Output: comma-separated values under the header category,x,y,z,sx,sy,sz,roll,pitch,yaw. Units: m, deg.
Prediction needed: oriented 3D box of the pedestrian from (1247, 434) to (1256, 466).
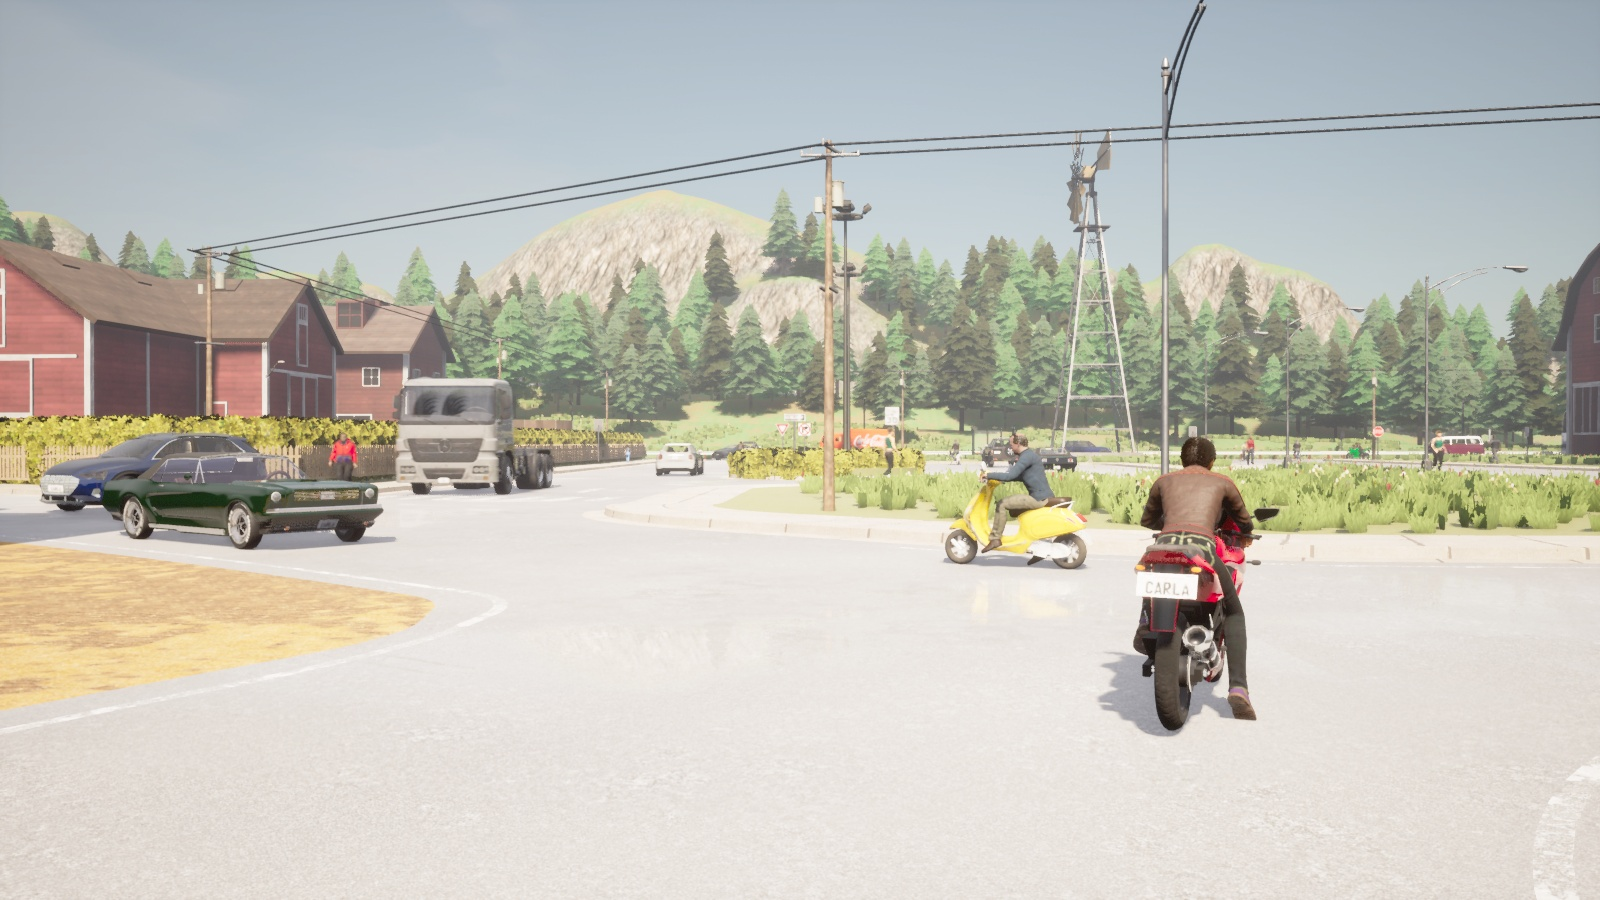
category,x,y,z,sx,sy,sz,roll,pitch,yaw
pedestrian,26.479,0.007,73.686,0.331,1.846,0.636,0,0,2

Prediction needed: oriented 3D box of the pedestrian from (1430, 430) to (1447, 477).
category,x,y,z,sx,sy,sz,roll,pitch,yaw
pedestrian,25.266,0.142,49.673,0.345,1.836,0.594,0,0,-1

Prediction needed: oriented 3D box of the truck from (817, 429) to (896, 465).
category,x,y,z,sx,sy,sz,roll,pitch,yaw
truck,3.968,-0.233,87.966,5.204,2.467,2.627,0,0,10

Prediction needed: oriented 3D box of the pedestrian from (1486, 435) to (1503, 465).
category,x,y,z,sx,sy,sz,roll,pitch,yaw
pedestrian,43.062,-0.003,77.840,0.563,1.883,0.849,0,0,1

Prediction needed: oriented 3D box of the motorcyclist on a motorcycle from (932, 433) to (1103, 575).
category,x,y,z,sx,sy,sz,roll,pitch,yaw
motorcyclist on a motorcycle,2.569,0.598,14.846,1.817,1.590,0.866,0,1,27

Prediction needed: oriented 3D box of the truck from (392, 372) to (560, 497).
category,x,y,z,sx,sy,sz,roll,pitch,yaw
truck,-9.745,-0.462,38.761,2.891,3.462,7.936,0,0,2

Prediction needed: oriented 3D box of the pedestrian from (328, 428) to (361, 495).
category,x,y,z,sx,sy,sz,roll,pitch,yaw
pedestrian,-12.616,0.316,34.796,0.634,1.844,0.899,0,0,-3

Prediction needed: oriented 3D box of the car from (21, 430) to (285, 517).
category,x,y,z,sx,sy,sz,roll,pitch,yaw
car,-13.792,0.415,27.152,2.033,1.649,4.856,1,1,24

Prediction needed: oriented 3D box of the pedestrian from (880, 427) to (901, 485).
category,x,y,z,sx,sy,sz,roll,pitch,yaw
pedestrian,2.877,0.178,39.983,0.594,1.836,0.345,0,0,-28

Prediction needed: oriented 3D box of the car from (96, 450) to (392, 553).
category,x,y,z,sx,sy,sz,roll,pitch,yaw
car,-8.305,0.675,18.587,4.718,1.301,1.895,1,1,36

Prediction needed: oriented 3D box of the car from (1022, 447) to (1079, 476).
category,x,y,z,sx,sy,sz,roll,pitch,yaw
car,11.856,0.519,59.787,1.895,1.301,4.718,0,0,2

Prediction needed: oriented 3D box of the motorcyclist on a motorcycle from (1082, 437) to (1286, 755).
category,x,y,z,sx,sy,sz,roll,pitch,yaw
motorcyclist on a motorcycle,2.227,0.687,7.090,0.797,1.523,2.044,0,1,26

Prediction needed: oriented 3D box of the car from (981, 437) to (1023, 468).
category,x,y,z,sx,sy,sz,roll,pitch,yaw
car,12.326,0.139,76.882,1.932,1.855,4.605,0,0,1

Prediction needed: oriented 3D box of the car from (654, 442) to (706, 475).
category,x,y,z,sx,sy,sz,roll,pitch,yaw
car,-5.551,0.377,58.539,1.970,1.475,3.806,0,0,2
